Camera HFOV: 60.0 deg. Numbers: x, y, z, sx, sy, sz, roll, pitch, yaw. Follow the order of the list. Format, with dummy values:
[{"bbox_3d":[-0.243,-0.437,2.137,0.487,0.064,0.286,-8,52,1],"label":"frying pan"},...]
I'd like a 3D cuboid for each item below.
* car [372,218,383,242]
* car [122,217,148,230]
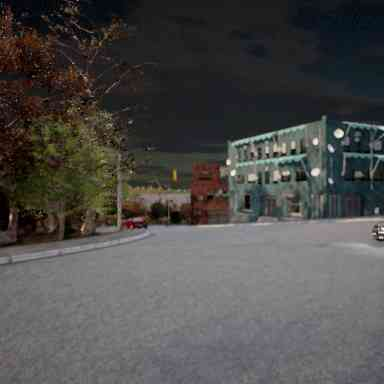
[{"bbox_3d":[10.603,1.580,15.806,4.892,1.490,1.837,-1,0,-30],"label":"car"},{"bbox_3d":[-6.735,3.805,40.241,1.882,1.535,5.008,-1,-5,-23],"label":"car"}]
